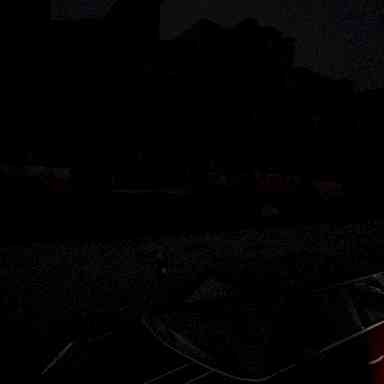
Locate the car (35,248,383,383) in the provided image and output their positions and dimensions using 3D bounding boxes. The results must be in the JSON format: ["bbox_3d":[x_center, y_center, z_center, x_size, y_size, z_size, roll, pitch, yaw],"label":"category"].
[{"bbox_3d":[0.611,1.461,3.235,4.097,1.590,1.967,1,0,-35],"label":"car"}]
